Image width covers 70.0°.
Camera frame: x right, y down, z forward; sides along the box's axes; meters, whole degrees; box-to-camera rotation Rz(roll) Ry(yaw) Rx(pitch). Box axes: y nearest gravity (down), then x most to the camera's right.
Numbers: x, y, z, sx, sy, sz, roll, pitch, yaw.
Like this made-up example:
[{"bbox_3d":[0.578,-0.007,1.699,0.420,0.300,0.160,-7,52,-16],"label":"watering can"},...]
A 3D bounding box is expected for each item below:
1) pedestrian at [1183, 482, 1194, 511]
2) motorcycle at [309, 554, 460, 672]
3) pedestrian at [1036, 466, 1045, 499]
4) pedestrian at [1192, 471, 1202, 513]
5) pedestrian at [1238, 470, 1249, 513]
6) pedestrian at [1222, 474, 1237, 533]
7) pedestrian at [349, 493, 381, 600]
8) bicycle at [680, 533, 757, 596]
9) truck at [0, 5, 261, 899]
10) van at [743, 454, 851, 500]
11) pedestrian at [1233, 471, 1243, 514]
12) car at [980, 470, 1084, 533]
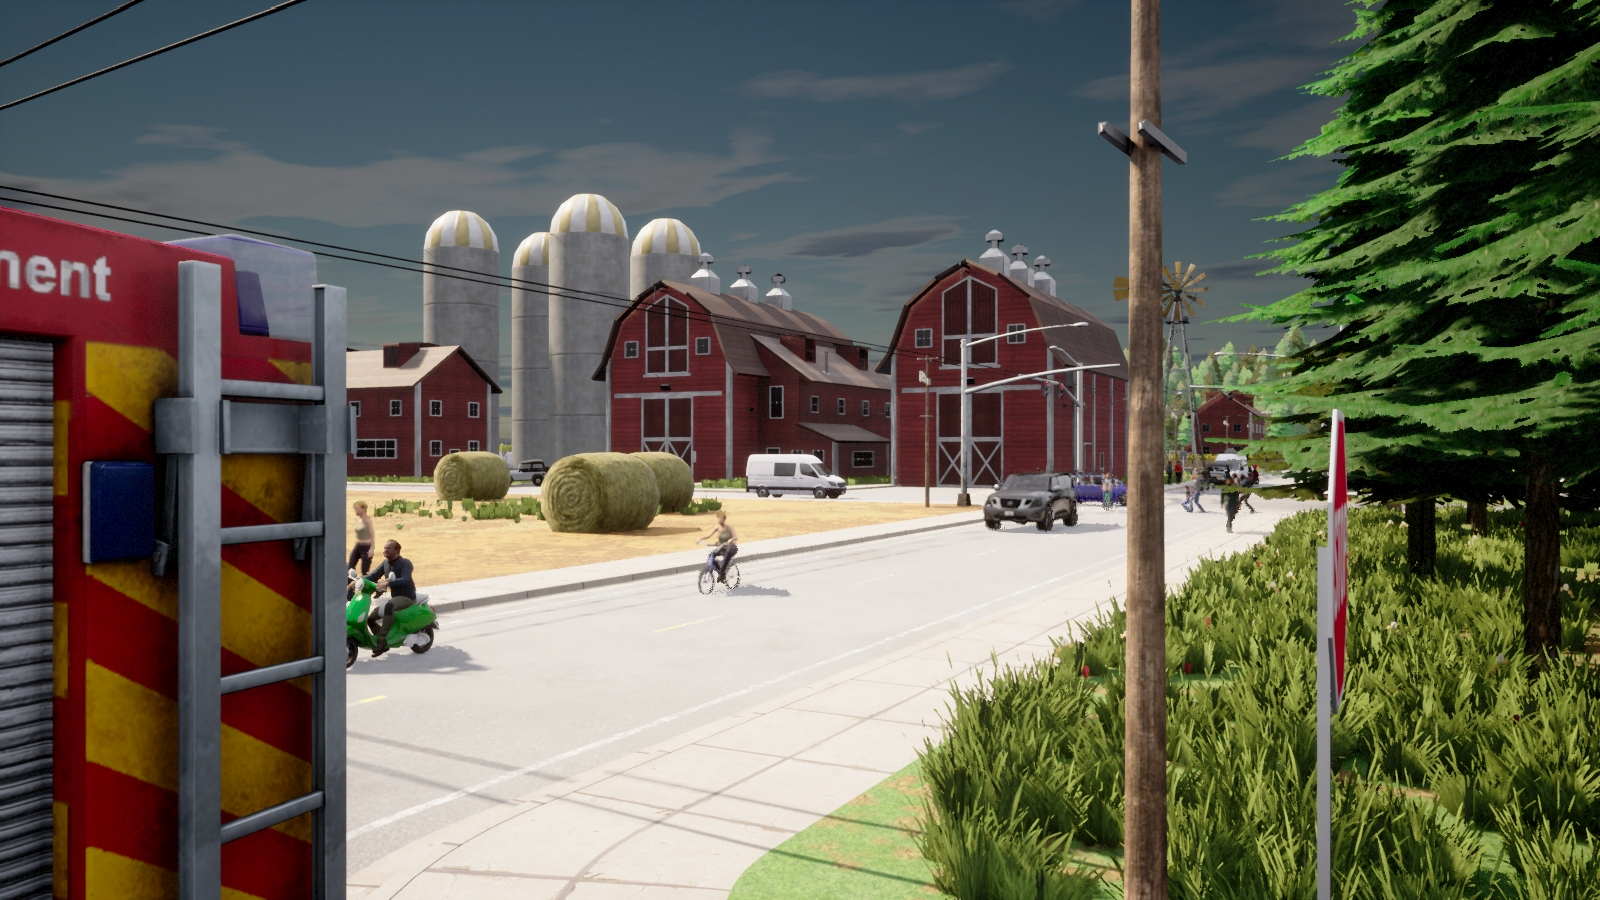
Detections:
[{"bbox_3d":[17.615,2.121,51.815,0.375,1.300,0.375,0,0,36],"label":"pedestrian"},{"bbox_3d":[-5.557,2.142,15.380,0.856,1.316,1.805,0,0,28],"label":"motorcycle"},{"bbox_3d":[13.572,1.822,64.412,0.375,1.860,0.375,0,0,-7],"label":"pedestrian"},{"bbox_3d":[17.679,1.848,50.915,0.375,1.860,0.375,0,0,28],"label":"pedestrian"},{"bbox_3d":[19.725,1.842,50.804,0.375,1.860,0.375,0,0,34],"label":"pedestrian"},{"bbox_3d":[13.725,1.696,36.543,0.375,1.860,0.375,0,0,6],"label":"pedestrian"},{"bbox_3d":[-7.686,1.694,20.195,0.375,1.860,0.375,0,0,33],"label":"pedestrian"},{"bbox_3d":[-1.598,2.256,22.722,0.859,1.080,1.487,0,0,28],"label":"bicycle"},{"bbox_3d":[-6.086,0.867,3.636,8.468,3.827,2.891,0,0,22],"label":"truck"},{"bbox_3d":[-0.188,1.504,65.713,5.915,2.561,1.988,0,0,27],"label":"van"},{"bbox_3d":[19.199,1.848,50.103,0.375,1.860,0.375,0,0,28],"label":"pedestrian"},{"bbox_3d":[8.464,1.780,41.264,2.150,2.045,5.566,0,0,28],"label":"car"}]
